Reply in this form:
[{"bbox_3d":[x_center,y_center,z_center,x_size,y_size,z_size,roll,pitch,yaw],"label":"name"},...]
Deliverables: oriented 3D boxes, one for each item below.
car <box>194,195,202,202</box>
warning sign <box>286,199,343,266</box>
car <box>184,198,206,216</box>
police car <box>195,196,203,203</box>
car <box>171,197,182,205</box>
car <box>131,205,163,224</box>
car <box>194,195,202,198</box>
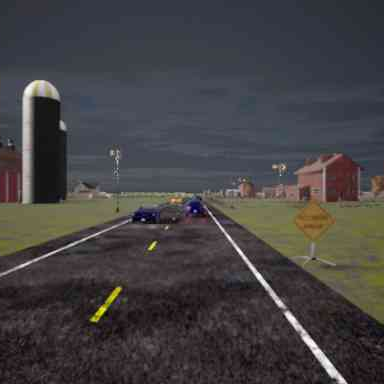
[{"bbox_3d":[1.655,1.708,89.905,2.097,1.767,4.553,0,0,0],"label":"car"},{"bbox_3d":[3.614,1.147,9.911,1.300,1.860,1.060,0,0,0],"label":"warning sign"},{"bbox_3d":[0.313,1.612,33.086,1.812,1.442,4.674,0,0,1],"label":"car"},{"bbox_3d":[1.588,1.726,80.043,1.930,1.638,5.238,0,0,0],"label":"police car"},{"bbox_3d":[-3.063,1.715,66.252,1.882,1.535,5.008,0,0,1],"label":"car"},{"bbox_3d":[-3.398,1.655,25.590,1.895,1.301,4.718,0,0,1],"label":"car"},{"bbox_3d":[0.407,1.629,46.341,2.128,1.511,4.902,0,0,0],"label":"car"}]
